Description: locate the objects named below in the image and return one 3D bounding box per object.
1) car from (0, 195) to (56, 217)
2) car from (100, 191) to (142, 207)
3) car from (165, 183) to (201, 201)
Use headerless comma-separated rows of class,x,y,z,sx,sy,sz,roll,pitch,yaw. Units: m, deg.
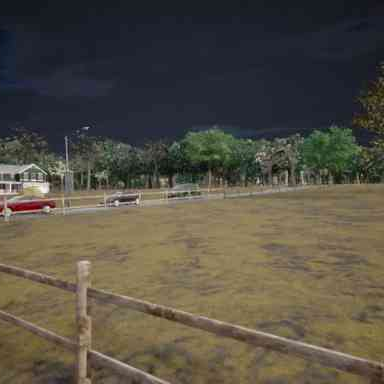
car,-13.191,1.027,25.912,1.882,1.535,5.008,-3,1,35
car,-7.257,0.663,34.227,1.837,1.490,4.892,-3,1,36
car,-1.087,-0.033,42.883,2.150,2.045,5.566,-3,1,36
